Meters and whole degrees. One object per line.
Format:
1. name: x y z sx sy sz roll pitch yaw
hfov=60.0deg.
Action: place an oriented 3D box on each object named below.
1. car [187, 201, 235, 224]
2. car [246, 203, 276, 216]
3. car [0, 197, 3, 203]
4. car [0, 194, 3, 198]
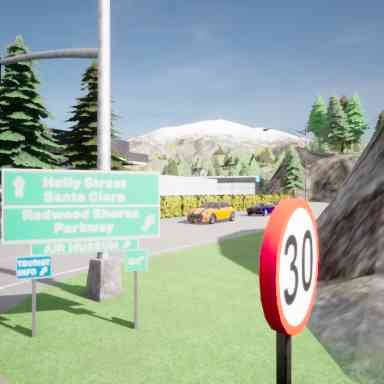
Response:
1. car: 1.584 1.544 26.704 2.097 1.767 4.553 0 0 36
2. car: 7.486 1.792 34.833 1.895 1.301 4.718 0 0 36
3. car: -12.400 1.505 26.036 1.905 1.878 3.866 0 0 35
4. car: -38.661 1.489 69.944 4.514 1.523 2.007 0 0 35
